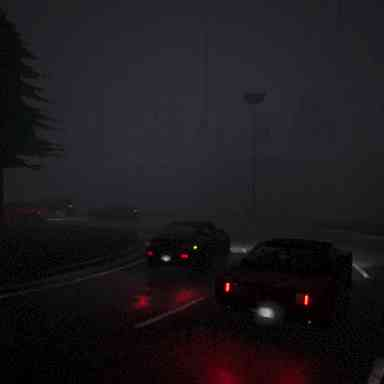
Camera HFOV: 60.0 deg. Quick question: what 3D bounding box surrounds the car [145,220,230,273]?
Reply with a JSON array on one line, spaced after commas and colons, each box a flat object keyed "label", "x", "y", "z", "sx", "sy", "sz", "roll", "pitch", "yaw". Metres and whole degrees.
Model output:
[{"label": "car", "x": 0.033, "y": 1.660, "z": 11.276, "sx": 1.812, "sy": 1.442, "sz": 4.674, "roll": 1, "pitch": -1, "yaw": 19}]

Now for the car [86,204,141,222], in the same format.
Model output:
[{"label": "car", "x": -6.837, "y": 1.788, "z": 29.050, "sx": 4.902, "sy": 1.511, "sz": 2.128, "roll": 0, "pitch": -1, "yaw": 16}]

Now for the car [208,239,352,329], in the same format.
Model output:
[{"label": "car", "x": 2.340, "y": 1.705, "z": 7.334, "sx": 1.895, "sy": 1.301, "sz": 4.718, "roll": 0, "pitch": -1, "yaw": 31}]

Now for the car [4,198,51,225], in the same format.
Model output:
[{"label": "car", "x": -13.654, "y": 1.558, "z": 25.506, "sx": 4.553, "sy": 1.767, "sz": 2.097, "roll": 1, "pitch": 0, "yaw": -10}]

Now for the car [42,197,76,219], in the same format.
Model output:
[{"label": "car", "x": -14.268, "y": 1.506, "z": 32.504, "sx": 5.566, "sy": 2.045, "sz": 2.150, "roll": 1, "pitch": -1, "yaw": -8}]
